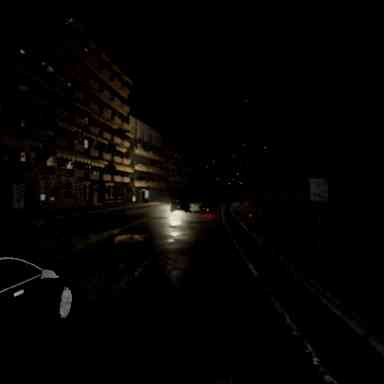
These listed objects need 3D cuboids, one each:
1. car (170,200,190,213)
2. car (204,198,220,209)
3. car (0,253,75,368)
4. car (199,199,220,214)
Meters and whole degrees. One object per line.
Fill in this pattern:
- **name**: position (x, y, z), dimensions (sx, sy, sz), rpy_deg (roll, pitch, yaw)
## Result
- **car**: position (-1.308, 1.589, 37.663), dimensions (1.994, 1.385, 4.181), rpy_deg (0, 0, 4)
- **car**: position (2.844, 1.619, 47.381), dimensions (1.994, 1.385, 4.181), rpy_deg (0, 0, 7)
- **car**: position (-3.077, 1.502, 4.209), dimensions (1.837, 1.490, 4.892), rpy_deg (0, 0, 1)
- **car**: position (1.781, 1.530, 35.970), dimensions (1.837, 1.490, 4.892), rpy_deg (0, 0, 5)
